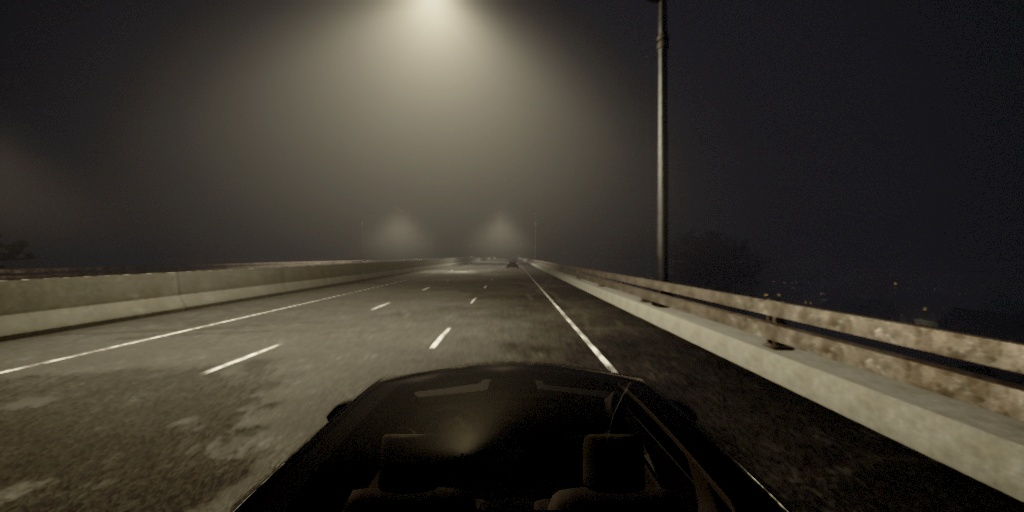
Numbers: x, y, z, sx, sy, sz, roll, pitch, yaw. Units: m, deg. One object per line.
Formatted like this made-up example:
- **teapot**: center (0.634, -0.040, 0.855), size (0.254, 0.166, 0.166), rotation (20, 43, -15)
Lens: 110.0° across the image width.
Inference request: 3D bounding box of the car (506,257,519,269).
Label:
- **car**: center (0.078, 1.325, 56.498), size (1.812, 1.442, 4.674), rotation (0, -1, 0)
